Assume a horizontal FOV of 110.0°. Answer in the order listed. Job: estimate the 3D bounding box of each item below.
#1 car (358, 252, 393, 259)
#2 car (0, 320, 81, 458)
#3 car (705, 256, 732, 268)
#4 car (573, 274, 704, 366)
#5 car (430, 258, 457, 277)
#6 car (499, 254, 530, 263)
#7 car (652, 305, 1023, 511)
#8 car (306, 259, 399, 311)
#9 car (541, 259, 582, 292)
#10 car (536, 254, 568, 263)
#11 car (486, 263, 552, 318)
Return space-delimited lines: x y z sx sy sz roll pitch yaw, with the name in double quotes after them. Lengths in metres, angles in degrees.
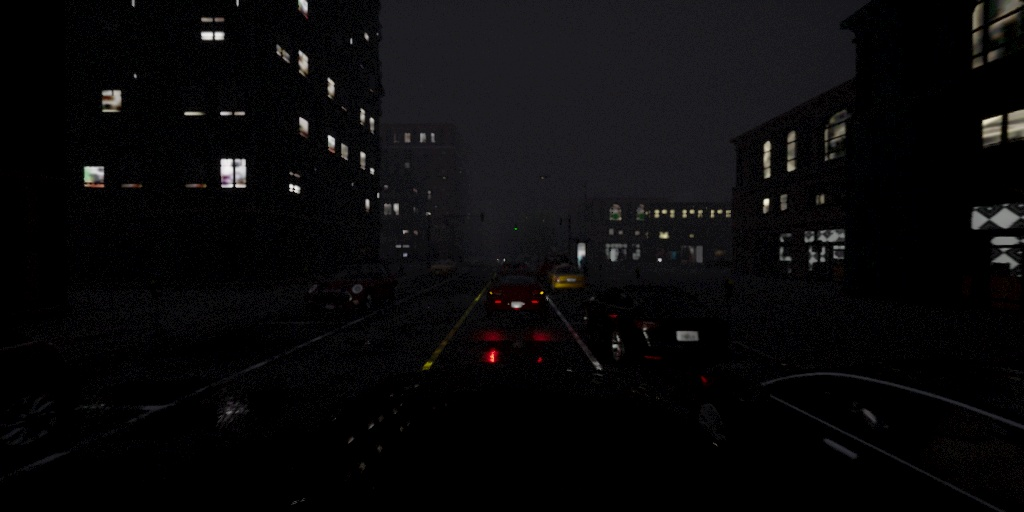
-17.148 0.424 44.045 5.009 1.841 2.192 0 0 0 "car"
-5.691 1.183 2.085 1.967 1.591 4.097 0 0 0 "car"
26.276 0.839 44.171 4.507 1.381 1.888 0 0 0 "car"
2.707 1.235 7.598 1.948 1.339 4.313 0 0 0 "car"
-5.607 0.886 29.611 1.751 1.417 4.829 0 0 0 "car"
0.178 0.869 27.625 1.882 1.535 5.008 0 1 0 "car"
2.690 1.296 2.059 2.007 1.370 4.403 0 0 0 "car"
-5.656 1.030 13.164 1.967 1.591 4.097 0 0 0 "car"
2.742 1.041 18.847 1.751 1.417 4.829 0 0 0 "car"
2.758 0.754 24.216 2.192 1.841 5.009 0 0 0 "car"
0.131 1.132 12.116 1.812 1.442 4.674 0 1 0 "car"
